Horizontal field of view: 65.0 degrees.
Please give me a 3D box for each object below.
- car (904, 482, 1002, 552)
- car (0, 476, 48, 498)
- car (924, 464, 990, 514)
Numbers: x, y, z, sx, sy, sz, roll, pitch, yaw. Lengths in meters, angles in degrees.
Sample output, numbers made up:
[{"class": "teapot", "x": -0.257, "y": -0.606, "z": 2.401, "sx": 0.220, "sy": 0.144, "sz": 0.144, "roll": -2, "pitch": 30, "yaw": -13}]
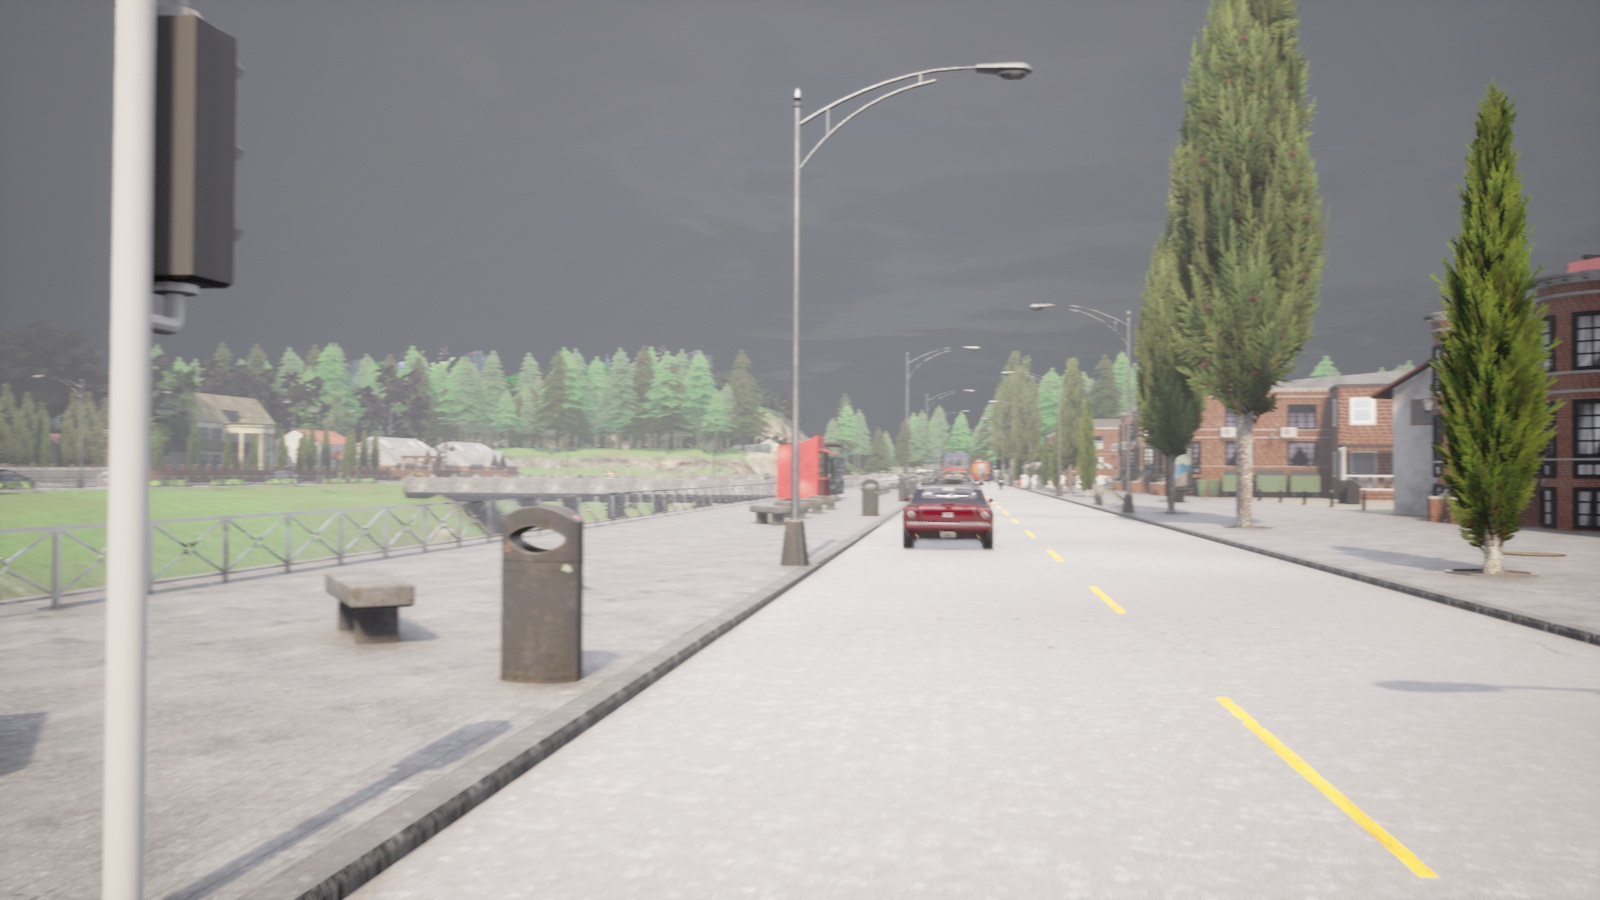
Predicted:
[{"class": "car", "x": 3.287, "y": 1.368, "z": 26.865, "sx": 1.895, "sy": 1.301, "sz": 4.718, "roll": 0, "pitch": -1, "yaw": 7}, {"class": "car", "x": -51.719, "y": 2.391, "z": 82.360, "sx": 1.994, "sy": 1.385, "sz": 4.181, "roll": 0, "pitch": -1, "yaw": 7}, {"class": "car", "x": 5.503, "y": 1.333, "z": 43.928, "sx": 2.152, "sy": 1.651, "sz": 5.027, "roll": 0, "pitch": -1, "yaw": 7}]
